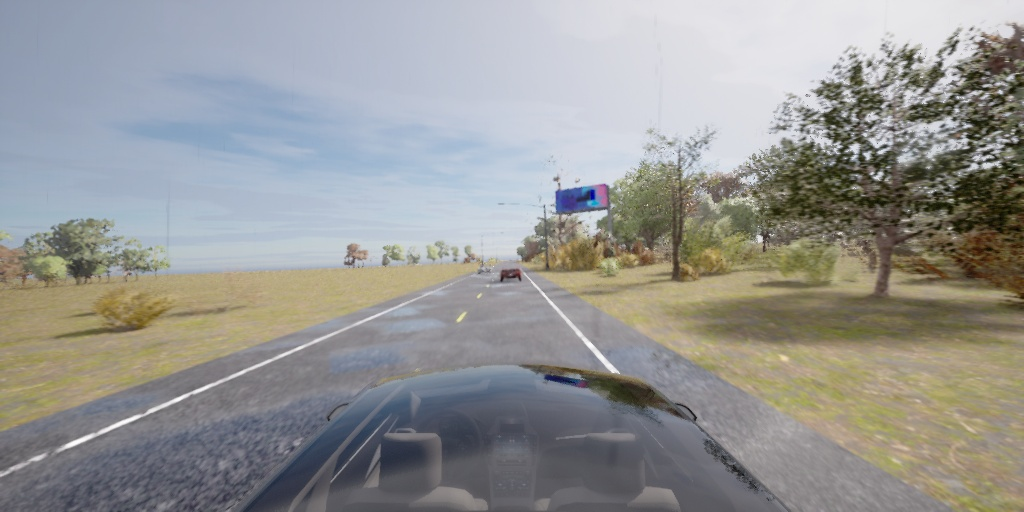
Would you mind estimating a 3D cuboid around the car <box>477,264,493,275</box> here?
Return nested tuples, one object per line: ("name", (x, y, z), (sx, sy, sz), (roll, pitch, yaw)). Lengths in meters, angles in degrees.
("car", (-3.660, 1.804, 49.143), (1.895, 1.301, 4.718), (-3, 0, 0))

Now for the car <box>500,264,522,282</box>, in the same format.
("car", (-0.105, 1.482, 33.130), (1.882, 1.535, 5.008), (-3, -1, 0))
